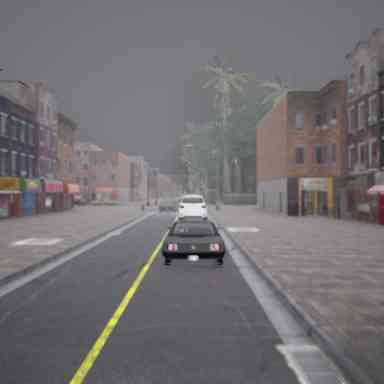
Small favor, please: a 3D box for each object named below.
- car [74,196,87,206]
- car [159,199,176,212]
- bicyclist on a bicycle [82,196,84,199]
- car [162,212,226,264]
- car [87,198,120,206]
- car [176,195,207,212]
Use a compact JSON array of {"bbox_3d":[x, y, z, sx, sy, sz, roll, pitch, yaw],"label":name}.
[{"bbox_3d":[-20.037,1.489,55.418,5.009,1.841,2.192,0,0,0],"label":"car"},{"bbox_3d":[-2.802,1.590,39.414,1.837,1.490,4.892,0,-1,0],"label":"car"},{"bbox_3d":[-20.115,1.497,61.064,0.582,1.620,1.656,0,0,0],"label":"bicyclist on a bicycle"},{"bbox_3d":[0.068,1.623,11.822,1.895,1.301,4.718,0,0,0],"label":"car"},{"bbox_3d":[-14.415,1.685,55.421,4.829,1.417,1.752,0,0,0],"label":"car"},{"bbox_3d":[0.077,1.276,27.128,2.150,2.045,5.566,0,0,0],"label":"car"}]
